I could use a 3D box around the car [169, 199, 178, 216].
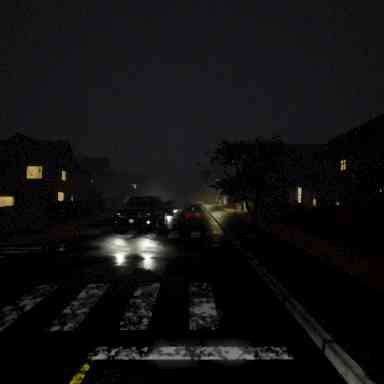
[{"bbox_3d":[-2.850,1.614,34.188,2.033,1.411,5.357,0,0,0],"label":"car"}]

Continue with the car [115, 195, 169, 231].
[{"bbox_3d":[-3.119,1.254,21.107,2.150,2.045,5.566,0,0,5],"label":"car"}]

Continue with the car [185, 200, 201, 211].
[{"bbox_3d":[0.099,1.692,41.354,1.895,1.301,4.718,0,0,0],"label":"car"}]
